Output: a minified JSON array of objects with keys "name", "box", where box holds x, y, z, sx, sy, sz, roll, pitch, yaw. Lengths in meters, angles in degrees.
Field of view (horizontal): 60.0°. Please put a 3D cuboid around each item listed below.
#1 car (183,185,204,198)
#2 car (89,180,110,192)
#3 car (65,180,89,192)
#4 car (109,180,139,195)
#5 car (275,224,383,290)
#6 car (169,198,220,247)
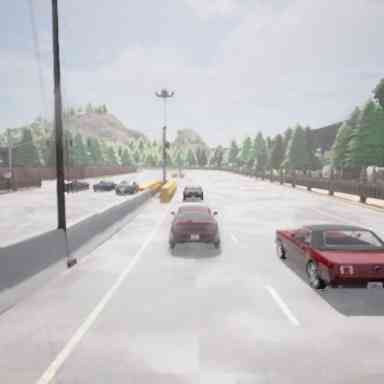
[{"name":"car","box":[0.117,-0.043,31.343,1.895,1.301,4.718,0,5,0]},{"name":"car","box":[-10.455,-0.782,40.116,1.895,1.301,4.718,0,5,1]},{"name":"car","box":[-13.952,-0.799,40.310,1.895,1.301,4.718,0,5,1]},{"name":"car","box":[-7.014,-0.556,36.139,2.128,1.511,4.902,0,5,1]},{"name":"car","box":[3.595,1.482,8.733,1.895,1.301,4.718,0,2,0]},{"name":"car","box":[0.094,1.227,13.336,1.812,1.442,4.674,0,3,0]}]
